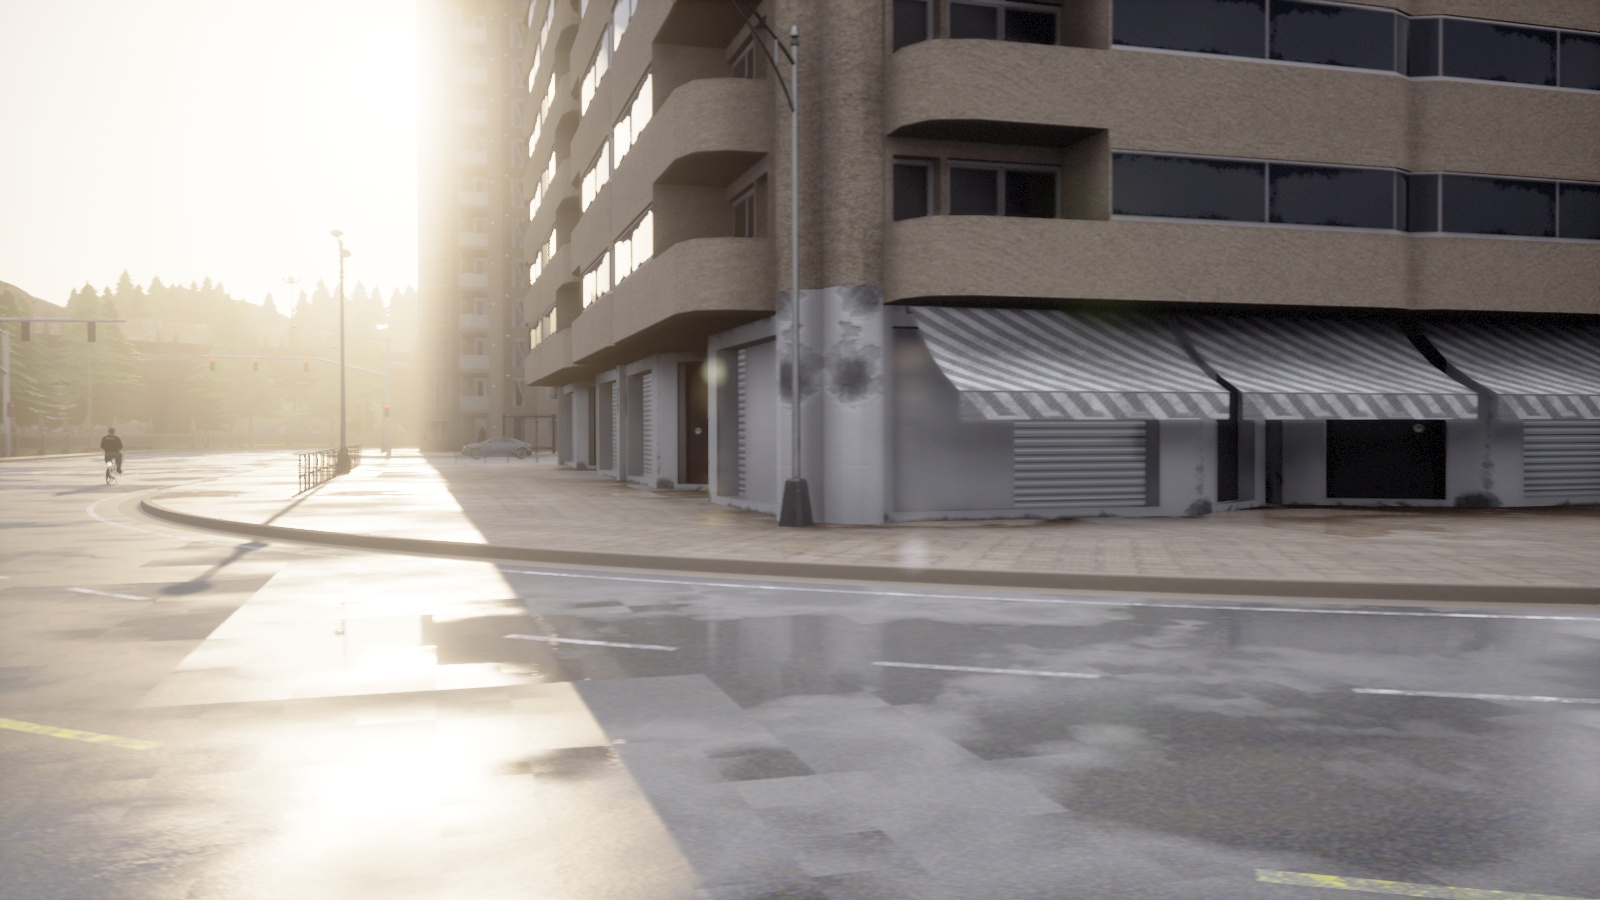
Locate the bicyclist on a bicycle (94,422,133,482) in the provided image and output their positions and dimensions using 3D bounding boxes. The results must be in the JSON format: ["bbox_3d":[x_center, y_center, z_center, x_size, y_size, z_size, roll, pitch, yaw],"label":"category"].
[{"bbox_3d":[-20.942,0.037,38.358,0.659,1.776,1.843,0,1,-16],"label":"bicyclist on a bicycle"}]

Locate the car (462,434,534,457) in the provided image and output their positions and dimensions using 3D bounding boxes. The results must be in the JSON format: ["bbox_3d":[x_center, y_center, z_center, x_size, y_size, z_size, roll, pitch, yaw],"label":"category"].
[{"bbox_3d":[-18.404,-0.275,76.462,4.181,1.385,1.994,0,1,-17],"label":"car"}]
